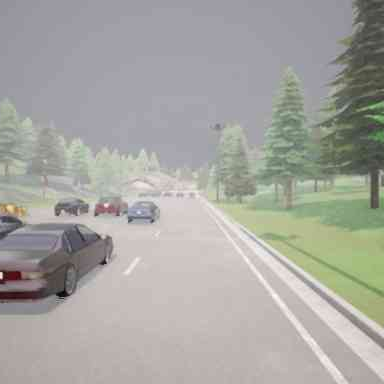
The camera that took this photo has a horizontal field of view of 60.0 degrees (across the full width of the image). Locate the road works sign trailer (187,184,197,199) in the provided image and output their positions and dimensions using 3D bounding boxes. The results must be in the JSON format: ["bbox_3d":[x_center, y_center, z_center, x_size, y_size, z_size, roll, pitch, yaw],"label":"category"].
[{"bbox_3d":[-0.003,-0.113,77.546,2.380,3.560,2.880,0,0,0],"label":"road works sign trailer"}]

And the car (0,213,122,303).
[{"bbox_3d":[-3.421,1.485,8.308,2.033,1.411,5.357,0,0,0],"label":"car"}]

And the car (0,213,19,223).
[{"bbox_3d":[-6.915,1.440,11.427,1.812,1.442,4.674,0,1,0],"label":"car"}]

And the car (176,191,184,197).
[{"bbox_3d":[-3.503,0.639,95.211,2.097,1.767,4.553,0,0,0],"label":"car"}]

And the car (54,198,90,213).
[{"bbox_3d":[-10.409,1.288,29.218,1.837,1.490,4.892,0,1,0],"label":"car"}]

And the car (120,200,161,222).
[{"bbox_3d":[-3.418,1.368,24.085,2.033,1.411,5.357,0,0,0],"label":"car"}]

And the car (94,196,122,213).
[{"bbox_3d":[-6.909,1.136,28.930,2.097,1.767,4.553,0,0,0],"label":"car"}]

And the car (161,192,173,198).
[{"bbox_3d":[-7.003,0.790,94.409,1.837,1.490,4.892,0,0,0],"label":"car"}]
